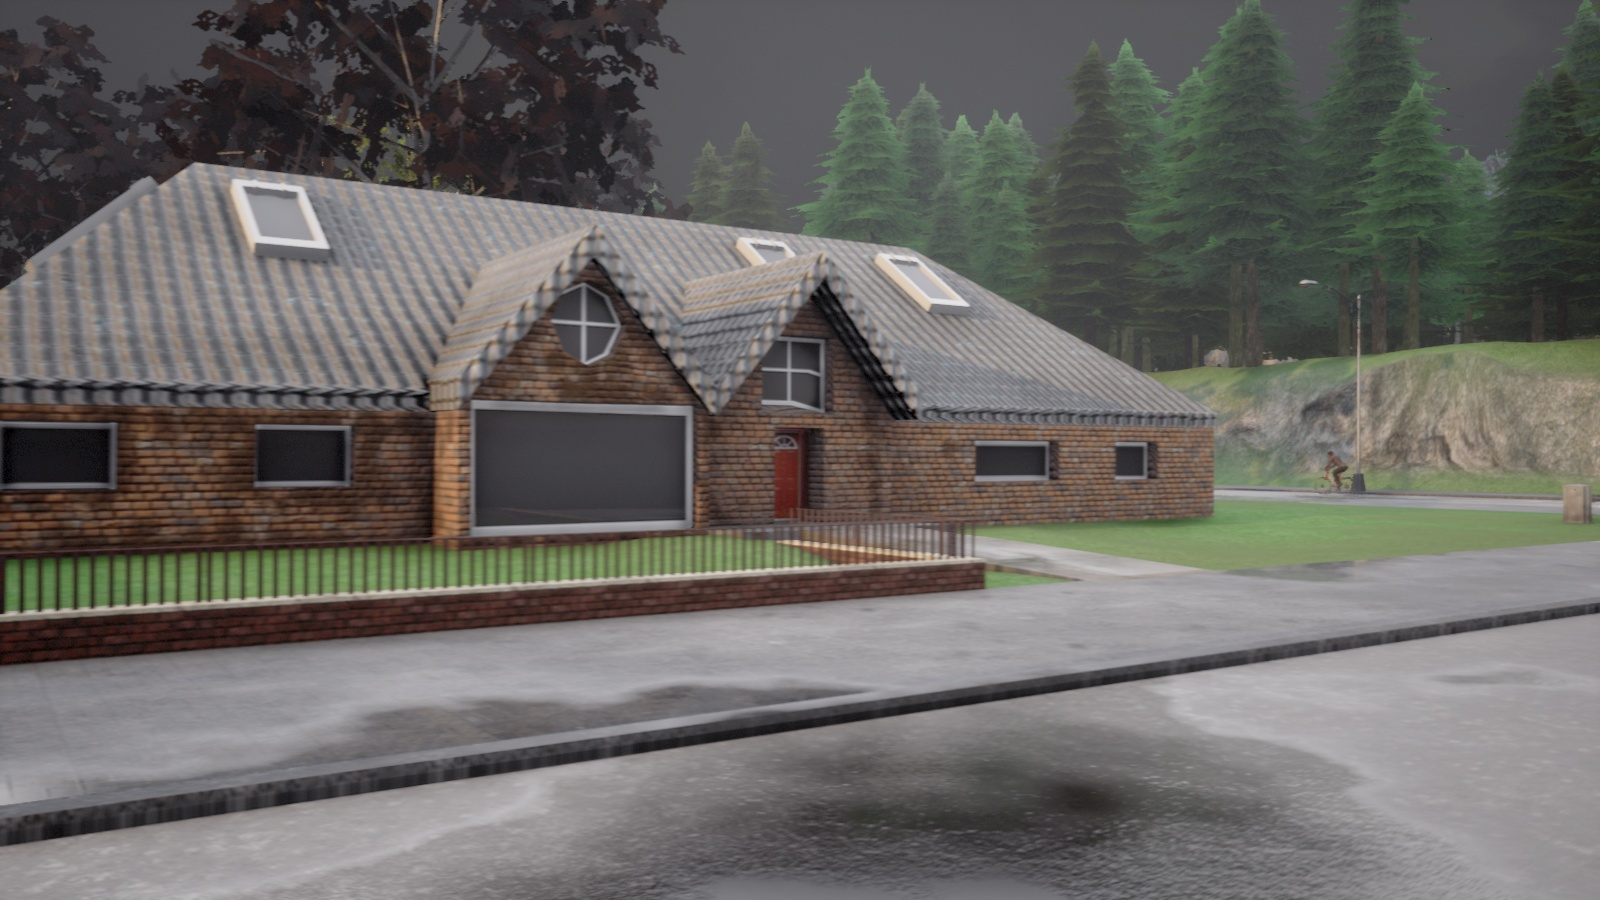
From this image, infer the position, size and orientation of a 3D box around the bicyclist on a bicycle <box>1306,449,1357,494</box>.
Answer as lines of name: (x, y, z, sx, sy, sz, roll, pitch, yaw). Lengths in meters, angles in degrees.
bicyclist on a bicycle: (19.390, 0.778, 45.824, 0.582, 1.620, 1.656, 0, 0, -34)
